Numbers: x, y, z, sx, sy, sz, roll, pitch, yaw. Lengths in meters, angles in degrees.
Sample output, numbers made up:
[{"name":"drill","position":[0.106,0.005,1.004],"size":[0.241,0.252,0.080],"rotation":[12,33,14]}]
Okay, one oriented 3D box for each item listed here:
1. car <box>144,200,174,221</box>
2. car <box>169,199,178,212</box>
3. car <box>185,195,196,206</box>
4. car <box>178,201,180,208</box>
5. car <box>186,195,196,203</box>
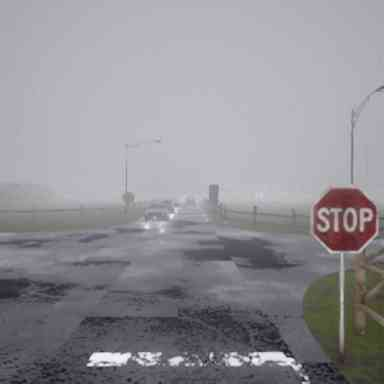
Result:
[{"name":"car","position":[-2.967,1.677,29.082],"size":[2.033,1.411,5.357],"rotation":[0,0,0]},{"name":"car","position":[-3.006,1.676,39.019],"size":[1.837,1.490,4.892],"rotation":[0,0,0]},{"name":"car","position":[-0.251,1.815,60.770],"size":[2.033,1.411,5.357],"rotation":[0,0,0]},{"name":"car","position":[-3.039,1.799,53.298],"size":[1.994,1.385,4.181],"rotation":[0,0,1]},{"name":"car","position":[-0.296,1.499,71.160],"size":[2.097,1.767,4.553],"rotation":[0,0,0]}]
